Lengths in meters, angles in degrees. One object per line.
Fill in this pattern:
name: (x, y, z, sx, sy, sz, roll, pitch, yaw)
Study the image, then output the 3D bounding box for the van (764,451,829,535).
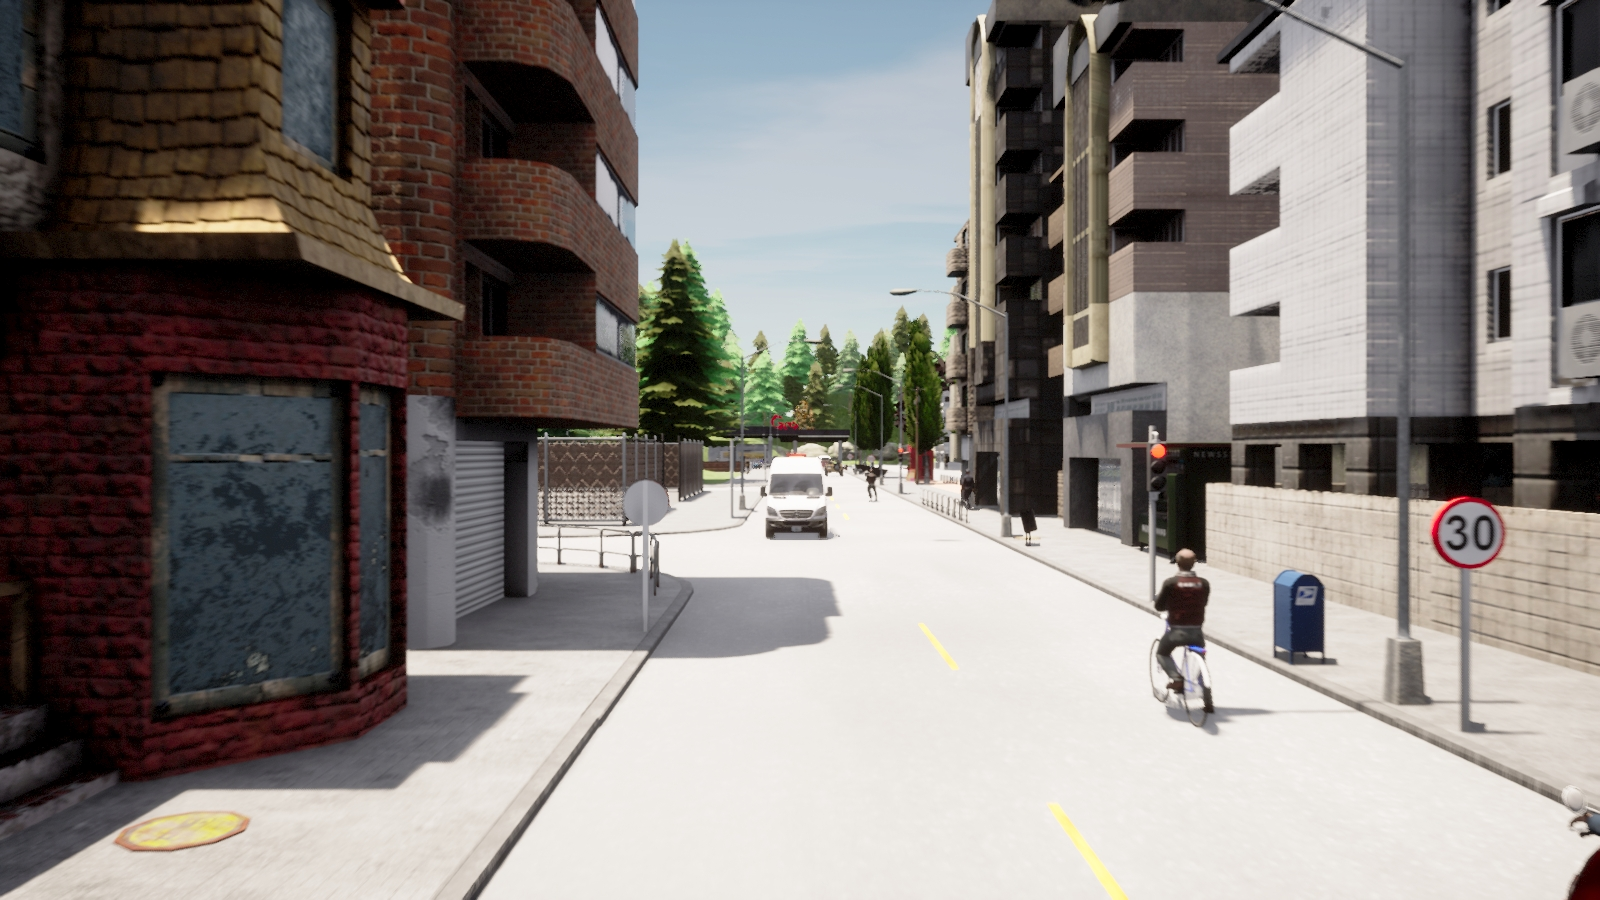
van: (-0.120, 1.314, 37.863, 1.988, 2.561, 5.915, 0, 0, 0)

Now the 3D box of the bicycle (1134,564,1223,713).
bicycle: (3.978, 1.940, 12.114, 0.329, 1.271, 1.835, 0, 0, 0)

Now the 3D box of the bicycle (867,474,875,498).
bicycle: (3.823, 1.940, 61.829, 0.329, 1.271, 1.835, 0, 0, 0)

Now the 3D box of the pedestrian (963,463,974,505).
pedestrian: (7.545, 1.523, 51.125, 0.375, 1.860, 0.375, 0, 0, -12)

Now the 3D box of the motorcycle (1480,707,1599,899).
motorcycle: (3.987, 1.962, 5.069, 0.856, 1.236, 1.805, 0, 0, 0)
